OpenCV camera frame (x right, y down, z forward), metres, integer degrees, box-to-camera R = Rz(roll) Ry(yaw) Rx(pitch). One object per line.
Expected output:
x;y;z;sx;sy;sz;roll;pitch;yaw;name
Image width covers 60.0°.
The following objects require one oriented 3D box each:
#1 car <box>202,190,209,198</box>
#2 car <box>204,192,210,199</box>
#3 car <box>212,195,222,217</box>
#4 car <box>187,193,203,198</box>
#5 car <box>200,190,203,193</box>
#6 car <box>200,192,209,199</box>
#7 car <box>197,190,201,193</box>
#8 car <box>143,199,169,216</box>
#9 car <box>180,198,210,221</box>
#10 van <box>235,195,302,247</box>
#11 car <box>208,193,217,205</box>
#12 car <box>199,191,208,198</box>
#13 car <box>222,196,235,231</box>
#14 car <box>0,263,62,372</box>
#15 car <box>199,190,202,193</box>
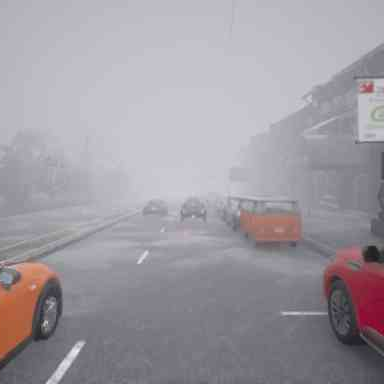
3.229;0.971;52.823;2.185;1.767;4.553;0;0;0;car
3.226;1.132;47.515;1.946;1.575;5.366;0;0;0;car
3.227;1.297;30.753;2.002;1.452;4.674;0;0;0;car
0.102;1.204;41.645;1.837;1.490;4.892;0;1;0;car
3.217;0.978;69.425;2.231;1.521;4.892;0;0;0;car
3.204;0.852;86.317;1.946;1.575;5.366;0;0;0;car
3.209;0.644;80.633;2.435;2.045;5.566;0;0;0;car
-3.149;1.348;29.727;1.994;1.385;4.181;0;0;0;car
0.101;1.415;25.518;1.895;1.301;4.718;0;0;0;car
3.226;1.149;14.420;1.878;1.987;4.442;0;0;0;van
3.226;1.218;36.273;2.231;1.521;4.892;0;0;0;car
3.200;0.691;91.624;2.185;1.767;4.553;0;0;0;car
3.226;1.210;19.798;2.185;1.767;4.553;0;0;0;car
-3.150;1.325;3.561;2.097;1.767;4.553;0;0;0;car
3.215;0.938;74.951;2.231;1.521;4.892;0;0;0;car
